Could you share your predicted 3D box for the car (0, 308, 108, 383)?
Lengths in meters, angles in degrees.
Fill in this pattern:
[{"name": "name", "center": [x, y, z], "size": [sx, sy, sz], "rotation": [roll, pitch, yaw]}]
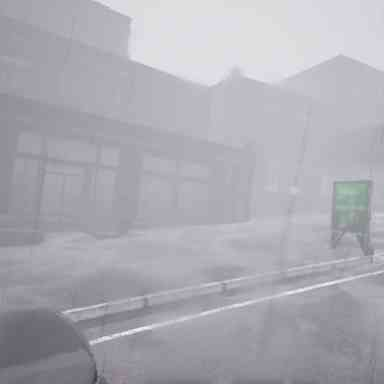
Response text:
[{"name": "car", "center": [-3.146, 1.539, 1.691], "size": [5.357, 1.411, 2.033], "rotation": [0, 0, -36]}]
